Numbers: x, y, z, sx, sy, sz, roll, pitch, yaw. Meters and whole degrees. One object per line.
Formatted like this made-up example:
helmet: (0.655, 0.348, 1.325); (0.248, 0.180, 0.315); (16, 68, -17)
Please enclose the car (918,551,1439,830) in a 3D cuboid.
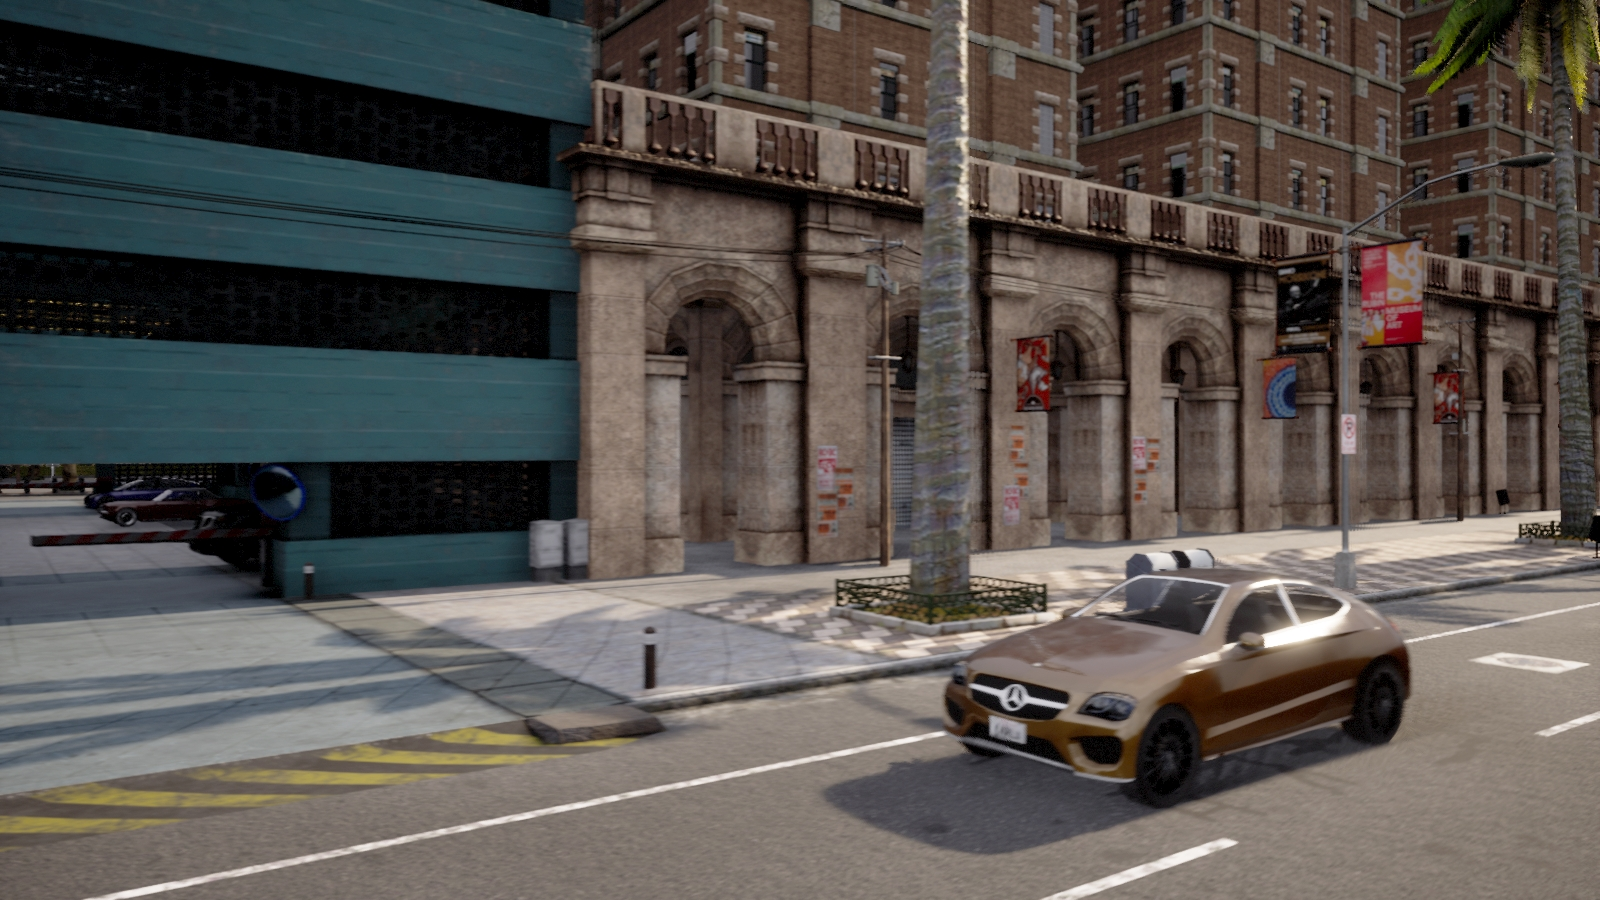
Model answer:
car: (3.725, 1.992, 10.817); (5.027, 1.651, 2.152); (0, 0, -36)
